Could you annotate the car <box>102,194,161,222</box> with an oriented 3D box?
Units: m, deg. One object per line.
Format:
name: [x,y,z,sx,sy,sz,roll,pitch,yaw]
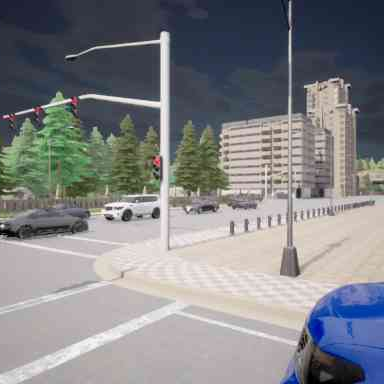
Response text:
car: [-4.706,1.221,27.203,2.150,2.045,5.566,0,0,35]

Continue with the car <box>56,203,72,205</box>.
car: [-9.999,1.564,25.809,1.994,1.385,4.181,0,0,35]

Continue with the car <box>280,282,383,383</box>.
car: [3.299,1.221,1.613,5.566,2.045,2.150,0,0,36]

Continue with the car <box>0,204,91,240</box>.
car: [-7.544,1.564,17.147,1.994,1.385,4.181,0,0,40]

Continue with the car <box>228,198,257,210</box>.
car: [6.884,1.564,43.426,1.994,1.385,4.181,0,0,36]

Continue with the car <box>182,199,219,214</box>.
car: [1.058,1.491,35.283,2.128,1.511,4.902,0,0,36]

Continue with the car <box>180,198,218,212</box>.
car: [0.960,1.548,41.175,2.033,1.411,5.357,0,0,36]
